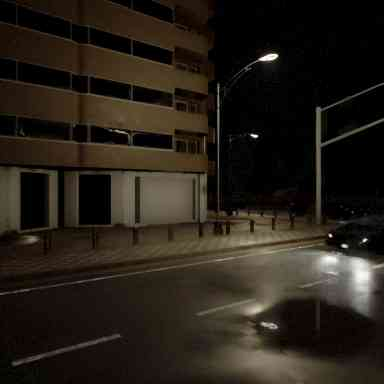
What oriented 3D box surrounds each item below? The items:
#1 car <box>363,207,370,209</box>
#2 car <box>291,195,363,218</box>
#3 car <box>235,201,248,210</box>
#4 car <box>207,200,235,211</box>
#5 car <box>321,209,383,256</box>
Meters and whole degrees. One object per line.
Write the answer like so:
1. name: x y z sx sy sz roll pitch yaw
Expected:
1. car: 14.036 1.656 31.128 1.895 1.301 4.718 0 0 -36
2. car: 11.301 1.277 28.908 2.150 2.045 5.566 0 0 -35
3. car: 5.053 1.656 43.568 1.895 1.301 4.718 0 0 -36
4. car: 2.685 1.656 40.869 1.895 1.301 4.718 0 0 -36
5. car: 7.767 1.547 13.270 5.357 1.411 2.033 0 0 -30
